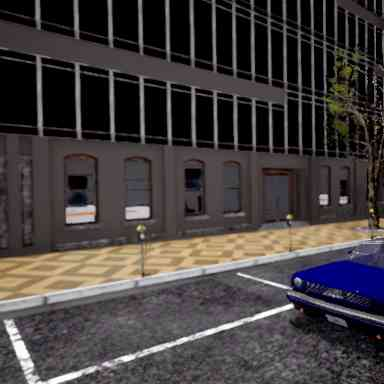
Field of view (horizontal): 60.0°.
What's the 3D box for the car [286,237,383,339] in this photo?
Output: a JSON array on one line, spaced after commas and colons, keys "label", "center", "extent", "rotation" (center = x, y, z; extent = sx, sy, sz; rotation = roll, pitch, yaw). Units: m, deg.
[{"label": "car", "center": [3.914, 1.567, 6.167], "extent": [4.718, 1.301, 1.895], "rotation": [0, 0, -35]}]
